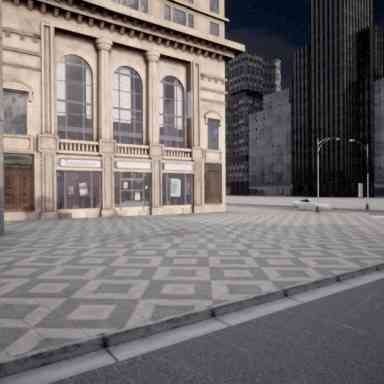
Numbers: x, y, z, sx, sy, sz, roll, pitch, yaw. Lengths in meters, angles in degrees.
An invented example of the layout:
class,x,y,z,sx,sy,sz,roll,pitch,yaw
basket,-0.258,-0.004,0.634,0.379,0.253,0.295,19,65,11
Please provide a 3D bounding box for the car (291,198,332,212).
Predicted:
class,x,y,z,sx,sy,sz,roll,pitch,yaw
car,13.309,1.448,37.336,1.812,1.442,4.674,-1,1,-34
